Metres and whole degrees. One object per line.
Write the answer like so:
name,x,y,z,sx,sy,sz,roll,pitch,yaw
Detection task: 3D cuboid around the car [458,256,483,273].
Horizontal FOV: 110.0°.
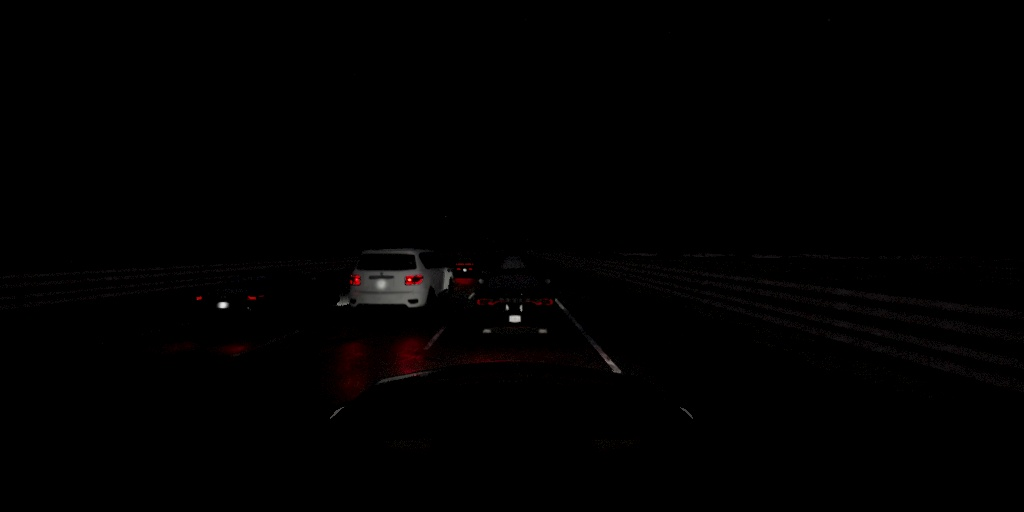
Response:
car,-3.417,0.721,28.298,1.837,1.490,4.892,0,1,0

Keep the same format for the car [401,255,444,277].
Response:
car,-6.924,0.682,28.175,2.128,1.511,4.902,0,1,0

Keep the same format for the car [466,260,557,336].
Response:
car,0.070,1.063,9.771,1.882,1.535,5.008,0,1,0

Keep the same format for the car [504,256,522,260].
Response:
car,0.084,0.725,29.195,1.812,1.442,4.674,0,1,0

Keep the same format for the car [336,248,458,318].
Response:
car,-3.415,0.759,12.100,2.150,2.045,5.566,0,1,0

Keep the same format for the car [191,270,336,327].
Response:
car,-6.932,1.107,10.616,1.994,1.385,4.181,0,1,0
